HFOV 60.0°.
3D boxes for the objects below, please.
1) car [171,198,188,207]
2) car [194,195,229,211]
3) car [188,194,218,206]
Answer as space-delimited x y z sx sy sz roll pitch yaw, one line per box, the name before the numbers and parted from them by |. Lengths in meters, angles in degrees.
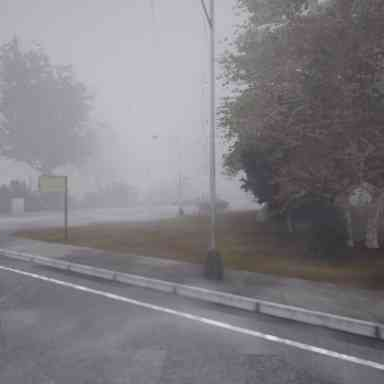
car | -1.561 1.654 53.688 1.994 1.385 4.181 0 0 37
car | 2.814 1.548 41.946 1.882 1.535 5.008 0 0 38
car | 2.376 1.284 53.085 2.150 2.045 5.566 0 0 37
